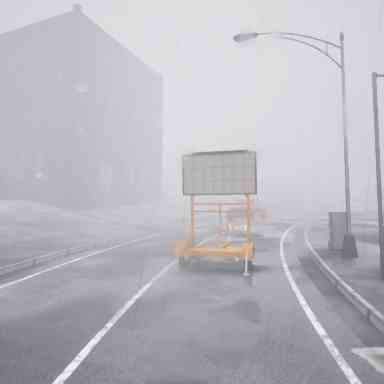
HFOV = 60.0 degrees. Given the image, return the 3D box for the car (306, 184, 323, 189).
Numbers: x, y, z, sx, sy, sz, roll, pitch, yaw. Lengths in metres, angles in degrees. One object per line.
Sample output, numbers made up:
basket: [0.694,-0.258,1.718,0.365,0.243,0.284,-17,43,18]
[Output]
car: [27.991,-1.066,78.951,4.792,1.488,2.163,2,-5,-28]

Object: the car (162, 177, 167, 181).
car: [-7.062,-2.466,62.396,4.553,1.767,2.185,2,-5,-24]

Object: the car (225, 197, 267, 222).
car: [4.892,1.526,29.456,2.150,2.045,5.566,-3,-2,30]

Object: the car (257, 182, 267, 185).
car: [13.059,-1.678,71.281,4.674,1.452,2.002,2,-5,-25]

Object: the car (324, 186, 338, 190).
car: [32.788,-0.835,81.672,4.674,1.452,2.002,3,-5,-30]

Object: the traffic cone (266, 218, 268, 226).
traffic cone: [5.148,2.080,23.019,0.340,0.580,0.340,-2,-1,17]

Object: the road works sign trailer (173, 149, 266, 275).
road works sign trailer: [0.920,0.493,10.681,2.380,3.560,2.880,-1,0,18]

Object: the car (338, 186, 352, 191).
car: [37.441,-0.646,84.449,4.892,1.521,2.231,3,-5,-31]

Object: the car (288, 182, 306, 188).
car: [22.960,-1.442,76.234,4.553,1.767,2.185,2,-5,-27]

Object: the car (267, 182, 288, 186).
car: [18.047,-1.522,73.707,5.008,1.535,2.097,2,-5,-26]

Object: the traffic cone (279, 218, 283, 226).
traffic cone: [6.103,2.049,22.734,0.340,0.580,0.340,-2,-1,17]
